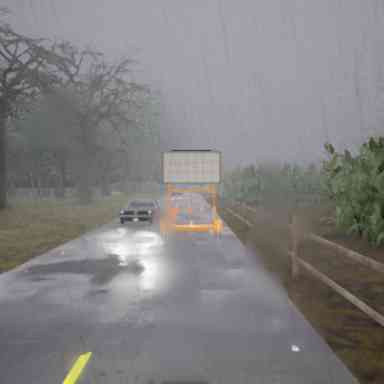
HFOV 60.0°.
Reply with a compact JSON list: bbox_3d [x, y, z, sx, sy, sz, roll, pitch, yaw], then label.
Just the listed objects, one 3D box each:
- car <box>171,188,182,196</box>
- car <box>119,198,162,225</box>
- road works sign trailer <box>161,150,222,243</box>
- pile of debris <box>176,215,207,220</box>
[{"bbox_3d":[-2.825,0.045,61.468,2.033,1.411,5.357,0,1,1],"label":"car"},{"bbox_3d":[-2.864,1.060,19.156,1.895,1.301,4.718,0,1,0],"label":"car"},{"bbox_3d":[-0.011,0.070,13.644,2.380,3.560,2.880,0,2,0],"label":"road works sign trailer"},{"bbox_3d":[-0.016,1.586,20.685,1.860,0.140,1.500,0,1,0],"label":"pile of debris"}]
